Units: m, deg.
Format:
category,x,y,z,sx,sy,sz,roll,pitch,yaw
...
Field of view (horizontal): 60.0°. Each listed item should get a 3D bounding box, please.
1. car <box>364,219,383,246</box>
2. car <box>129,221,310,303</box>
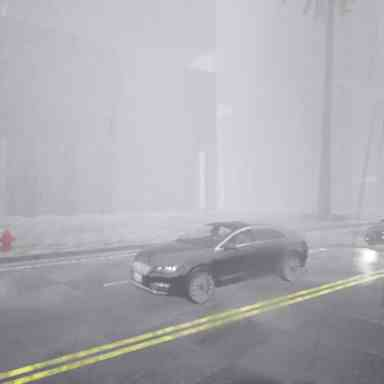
category,x,y,z,sx,sy,sz,roll,pitch,yaw
car,9.283,1.629,14.262,4.181,1.385,1.994,0,0,-34
car,0.880,1.510,8.296,4.902,1.511,2.128,0,0,-35
